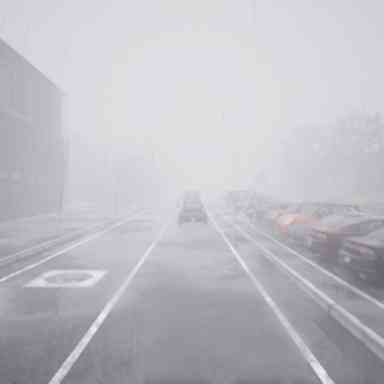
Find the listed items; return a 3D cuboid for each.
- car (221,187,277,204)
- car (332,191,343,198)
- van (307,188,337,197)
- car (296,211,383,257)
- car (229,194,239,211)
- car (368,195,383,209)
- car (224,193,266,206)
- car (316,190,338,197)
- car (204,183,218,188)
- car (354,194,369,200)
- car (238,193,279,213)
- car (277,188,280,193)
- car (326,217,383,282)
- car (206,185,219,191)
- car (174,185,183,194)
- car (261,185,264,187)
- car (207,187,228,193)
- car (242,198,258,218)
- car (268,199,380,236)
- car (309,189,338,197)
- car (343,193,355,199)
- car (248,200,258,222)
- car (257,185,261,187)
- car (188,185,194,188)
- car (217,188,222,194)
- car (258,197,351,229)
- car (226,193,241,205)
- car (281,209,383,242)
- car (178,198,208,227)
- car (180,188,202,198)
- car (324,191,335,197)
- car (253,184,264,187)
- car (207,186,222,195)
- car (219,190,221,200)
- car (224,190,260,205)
[{"bbox_3d":[6.650,0.810,39.108,5.566,2.045,2.435,0,2,0],"label":"car"},{"bbox_3d":[19.887,1.052,39.095,5.366,1.575,1.946,0,2,0],"label":"car"},{"bbox_3d":[19.647,0.376,50.240,4.442,1.987,1.878,-1,2,0],"label":"van"},{"bbox_3d":[6.436,1.561,11.252,5.008,1.535,2.097,0,0,0],"label":"car"},{"bbox_3d":[6.557,1.268,33.552,4.792,1.488,2.163,0,1,0],"label":"car"},{"bbox_3d":[19.643,1.300,30.857,5.008,1.535,2.097,0,1,0],"label":"car"},{"bbox_3d":[6.634,0.958,41.909,5.008,1.535,2.097,0,2,0],"label":"car"},{"bbox_3d":[19.741,0.874,44.797,4.674,1.452,2.002,0,2,0],"label":"car"},{"bbox_3d":[6.657,-0.646,85.595,5.566,2.045,2.435,0,3,0],"label":"car"},{"bbox_3d":[19.637,1.259,33.648,4.792,1.488,2.163,0,2,0],"label":"car"},{"bbox_3d":[6.519,1.245,27.969,4.553,1.767,2.185,0,1,0],"label":"car"},{"bbox_3d":[19.657,0.015,77.345,5.008,1.535,2.097,0,3,0],"label":"car"},{"bbox_3d":[6.419,1.563,8.463,5.008,1.535,2.097,0,0,0],"label":"car"},{"bbox_3d":[6.618,-0.255,82.835,5.008,1.535,2.097,0,3,0],"label":"car"},{"bbox_3d":[-3.463,-0.713,85.074,2.150,2.045,5.566,0,3,0],"label":"car"},{"bbox_3d":[19.709,-0.250,80.106,4.553,1.767,2.185,0,3,0],"label":"car"},{"bbox_3d":[6.830,-0.539,88.379,5.366,1.575,1.946,0,3,0],"label":"car"},{"bbox_3d":[6.503,1.453,25.184,4.792,1.488,2.163,0,1,0],"label":"car"},{"bbox_3d":[6.509,1.406,16.828,4.553,1.767,2.185,0,0,0],"label":"car"},{"bbox_3d":[19.759,0.754,47.580,4.674,1.452,2.002,0,2,0],"label":"car"},{"bbox_3d":[19.869,1.147,36.301,5.366,1.575,1.946,0,2,0],"label":"car"},{"bbox_3d":[6.543,1.498,22.397,4.792,1.488,2.163,0,1,0],"label":"car"},{"bbox_3d":[19.705,-0.358,85.523,4.674,1.452,2.002,0,3,0],"label":"car"},{"bbox_3d":[-0.220,-0.659,90.286,1.812,1.442,4.674,0,3,0],"label":"car"},{"bbox_3d":[6.664,0.636,50.252,4.792,1.488,2.163,0,2,0],"label":"car"},{"bbox_3d":[6.527,1.379,19.608,4.553,1.767,2.185,0,1,0],"label":"car"},{"bbox_3d":[6.597,1.156,36.329,4.892,1.521,2.231,0,2,0],"label":"car"},{"bbox_3d":[6.463,1.590,14.042,4.674,1.452,2.002,0,0,0],"label":"car"},{"bbox_3d":[0.058,1.416,22.444,2.128,1.511,4.902,0,1,0],"label":"car"},{"bbox_3d":[0.012,0.834,41.110,2.150,2.045,5.566,0,1,0],"label":"car"},{"bbox_3d":[19.748,0.982,41.887,4.792,1.488,2.163,0,2,0],"label":"car"},{"bbox_3d":[19.538,-0.541,88.289,5.366,1.575,1.946,0,3,0],"label":"car"},{"bbox_3d":[6.568,-0.085,80.064,4.792,1.488,2.163,0,3,0],"label":"car"},{"bbox_3d":[6.705,0.756,47.470,4.792,1.488,2.163,0,2,0],"label":"car"},{"bbox_3d":[6.689,0.720,44.681,4.553,1.767,2.185,0,2,0],"label":"car"}]
